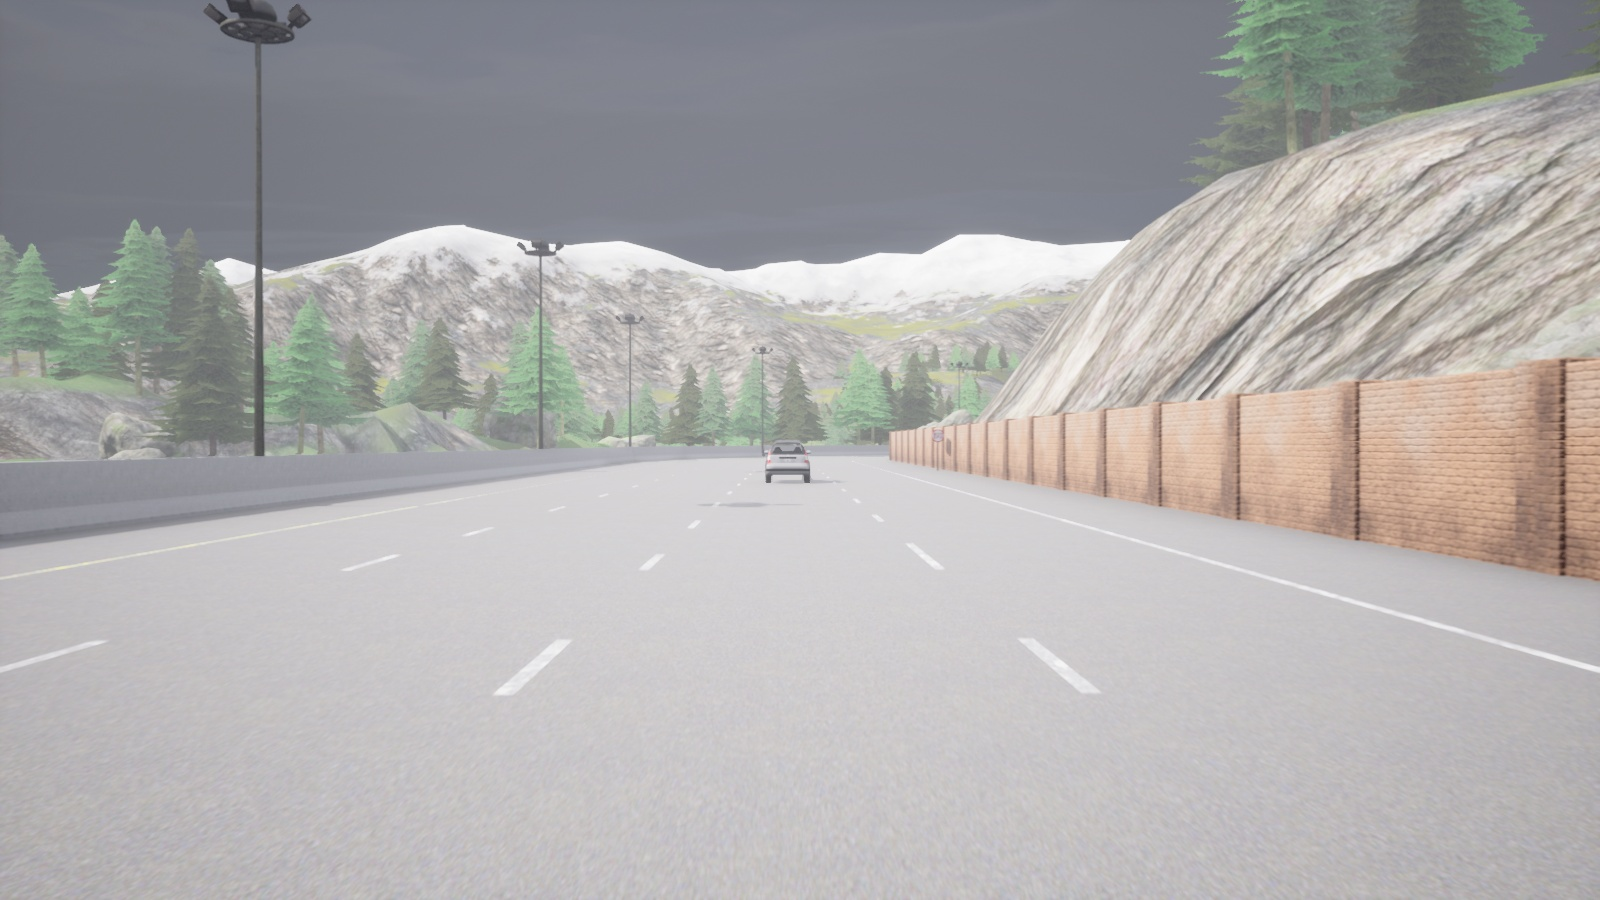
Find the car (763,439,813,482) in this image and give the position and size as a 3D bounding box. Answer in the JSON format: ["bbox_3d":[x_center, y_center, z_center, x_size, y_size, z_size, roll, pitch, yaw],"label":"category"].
[{"bbox_3d":[-0.475,0.368,49.042,1.851,1.617,3.988,0,0,-1],"label":"car"}]
